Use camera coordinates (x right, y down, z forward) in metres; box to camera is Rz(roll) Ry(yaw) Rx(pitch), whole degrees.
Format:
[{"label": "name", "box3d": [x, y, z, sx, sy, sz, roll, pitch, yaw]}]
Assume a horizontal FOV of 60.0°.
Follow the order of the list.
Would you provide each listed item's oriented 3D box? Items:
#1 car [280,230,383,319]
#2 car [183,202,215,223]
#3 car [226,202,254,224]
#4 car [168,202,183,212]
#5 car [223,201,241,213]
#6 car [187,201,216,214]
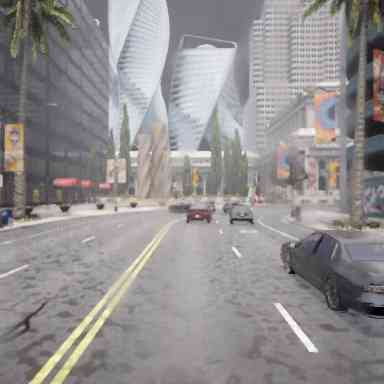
[{"label": "car", "box3d": [3.602, 1.614, 7.785, 2.033, 1.411, 5.357, 0, 0, 0]}, {"label": "car", "box3d": [0.720, 1.714, 27.913, 1.882, 1.535, 5.008, 0, 0, 7]}, {"label": "car", "box3d": [4.039, 1.778, 27.230, 2.033, 1.411, 5.357, 0, 0, 7]}, {"label": "car", "box3d": [-1.297, 1.975, 44.409, 1.895, 1.301, 4.718, 0, -1, 29]}, {"label": "car", "box3d": [5.482, 1.844, 41.666, 2.128, 1.511, 4.902, 0, 0, 29]}, {"label": "car", "box3d": [1.283, 1.917, 41.768, 1.994, 1.385, 4.181, 0, -1, 28]}]
